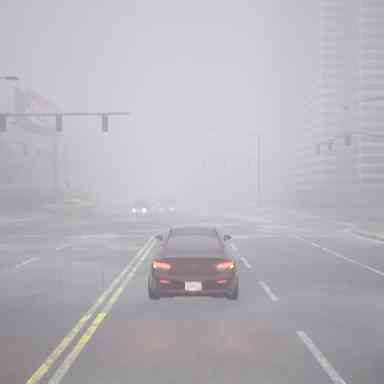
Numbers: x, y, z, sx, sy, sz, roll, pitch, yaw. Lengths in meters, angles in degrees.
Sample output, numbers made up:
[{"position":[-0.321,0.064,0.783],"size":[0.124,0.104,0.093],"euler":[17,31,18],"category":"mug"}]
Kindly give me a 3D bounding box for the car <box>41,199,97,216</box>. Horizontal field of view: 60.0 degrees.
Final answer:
[{"position":[-11.495,1.466,31.271],"size":[5.008,1.535,1.882],"euler":[0,0,-1],"category":"car"}]

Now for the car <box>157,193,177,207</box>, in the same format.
[{"position":[-3.828,1.202,51.239],"size":[2.150,2.045,5.566],"euler":[0,0,-4],"category":"car"}]

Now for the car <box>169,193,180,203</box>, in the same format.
[{"position":[-3.782,1.198,72.025],"size":[2.150,2.045,5.566],"euler":[0,0,0],"category":"car"}]

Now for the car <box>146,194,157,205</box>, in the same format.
[{"position":[-7.306,1.504,56.990],"size":[1.812,1.442,4.674],"euler":[0,0,0],"category":"car"}]

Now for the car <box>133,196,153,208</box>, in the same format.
[{"position":[-7.278,1.582,48.165],"size":[1.895,1.301,4.718],"euler":[0,0,0],"category":"car"}]

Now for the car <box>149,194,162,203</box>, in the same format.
[{"position":[-7.287,1.326,67.043],"size":[2.097,1.767,4.553],"euler":[0,0,0],"category":"car"}]

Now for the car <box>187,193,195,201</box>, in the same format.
[{"position":[-0.308,1.554,78.440],"size":[1.895,1.301,4.718],"euler":[0,0,0],"category":"car"}]

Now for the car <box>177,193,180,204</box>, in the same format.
[{"position":[-3.804,1.198,61.597],"size":[2.150,2.045,5.566],"euler":[0,0,0],"category":"car"}]

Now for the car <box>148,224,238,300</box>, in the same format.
[{"position":[0.033,1.522,8.264],"size":[1.812,1.442,4.674],"euler":[0,0,0],"category":"car"}]

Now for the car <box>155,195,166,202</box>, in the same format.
[{"position":[-7.304,1.496,77.458],"size":[2.128,1.511,4.902],"euler":[0,0,0],"category":"car"}]

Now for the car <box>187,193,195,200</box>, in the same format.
[{"position":[-0.348,1.151,88.345],"size":[2.097,1.767,4.553],"euler":[0,0,0],"category":"car"}]

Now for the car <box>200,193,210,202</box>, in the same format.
[{"position":[3.193,1.485,78.072],"size":[2.128,1.511,4.902],"euler":[0,0,0],"category":"car"}]

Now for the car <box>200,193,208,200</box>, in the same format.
[{"position":[3.152,1.151,88.359],"size":[2.097,1.767,4.553],"euler":[0,0,0],"category":"car"}]
